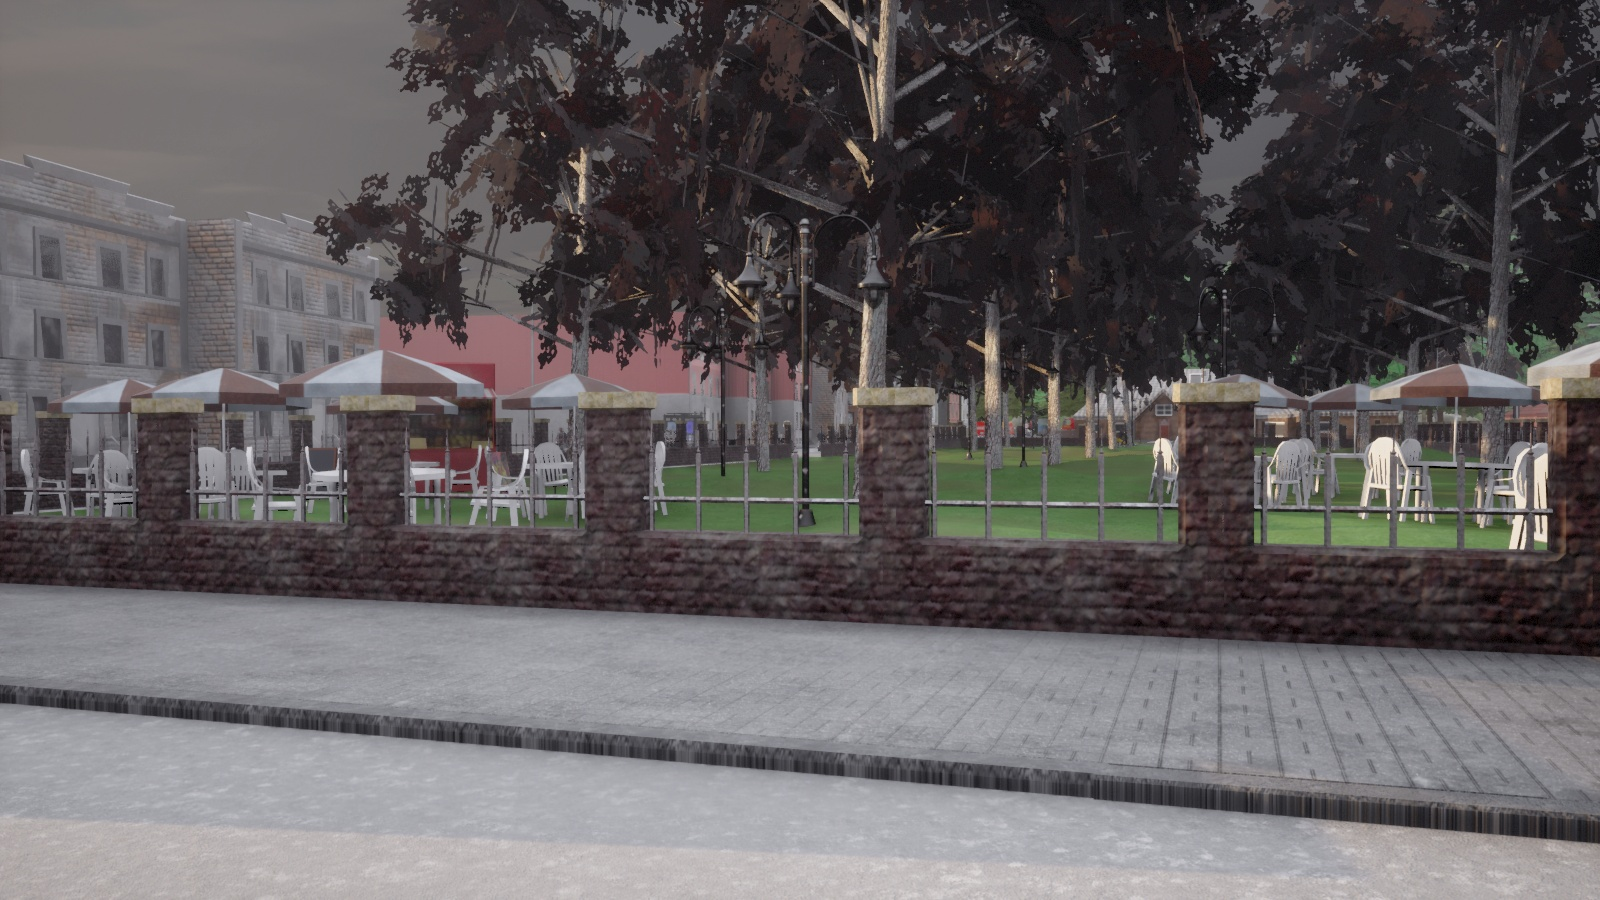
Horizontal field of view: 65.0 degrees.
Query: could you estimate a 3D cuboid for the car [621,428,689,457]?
[{"bbox_3d":[-8.407,-0.449,73.300,2.033,1.649,4.856,1,1,18],"label":"car"}]
